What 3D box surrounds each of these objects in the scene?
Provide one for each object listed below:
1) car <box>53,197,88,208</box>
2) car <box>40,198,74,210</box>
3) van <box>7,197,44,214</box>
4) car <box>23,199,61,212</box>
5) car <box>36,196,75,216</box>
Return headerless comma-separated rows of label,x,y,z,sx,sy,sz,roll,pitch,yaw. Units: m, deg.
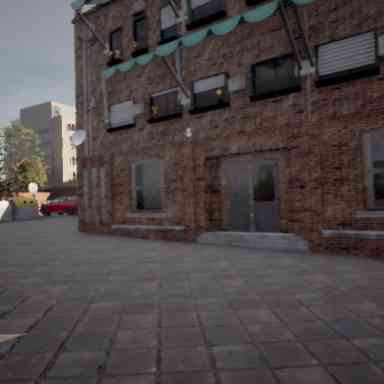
car,-19.133,1.645,52.244,4.892,1.521,2.231,-3,2,24
car,-20.199,1.813,49.802,4.674,1.452,2.002,-3,2,24
van,-22.324,1.807,44.630,4.442,1.987,1.878,-3,1,24
car,-21.314,1.909,47.246,4.892,1.521,2.231,-3,2,24
car,-13.288,1.478,34.873,5.566,2.045,2.435,-3,1,24
